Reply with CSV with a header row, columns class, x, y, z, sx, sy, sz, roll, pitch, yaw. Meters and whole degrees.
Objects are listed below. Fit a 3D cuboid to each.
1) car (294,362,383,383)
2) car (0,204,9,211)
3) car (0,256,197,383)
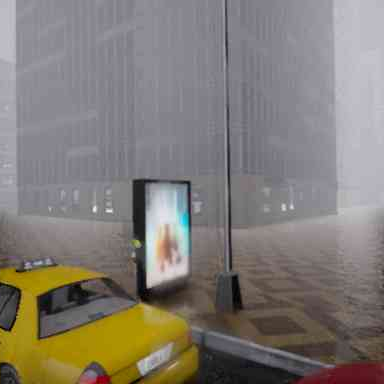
class,x,y,z,sx,sy,sz,roll,pitch,yaw
car,2.438,1.534,1.144,4.507,1.381,1.887,-1,-1,36
car,-33.432,2.465,55.675,1.752,1.417,4.829,-2,-2,35
car,-2.225,1.559,4.472,4.829,1.417,1.752,-1,-1,36
